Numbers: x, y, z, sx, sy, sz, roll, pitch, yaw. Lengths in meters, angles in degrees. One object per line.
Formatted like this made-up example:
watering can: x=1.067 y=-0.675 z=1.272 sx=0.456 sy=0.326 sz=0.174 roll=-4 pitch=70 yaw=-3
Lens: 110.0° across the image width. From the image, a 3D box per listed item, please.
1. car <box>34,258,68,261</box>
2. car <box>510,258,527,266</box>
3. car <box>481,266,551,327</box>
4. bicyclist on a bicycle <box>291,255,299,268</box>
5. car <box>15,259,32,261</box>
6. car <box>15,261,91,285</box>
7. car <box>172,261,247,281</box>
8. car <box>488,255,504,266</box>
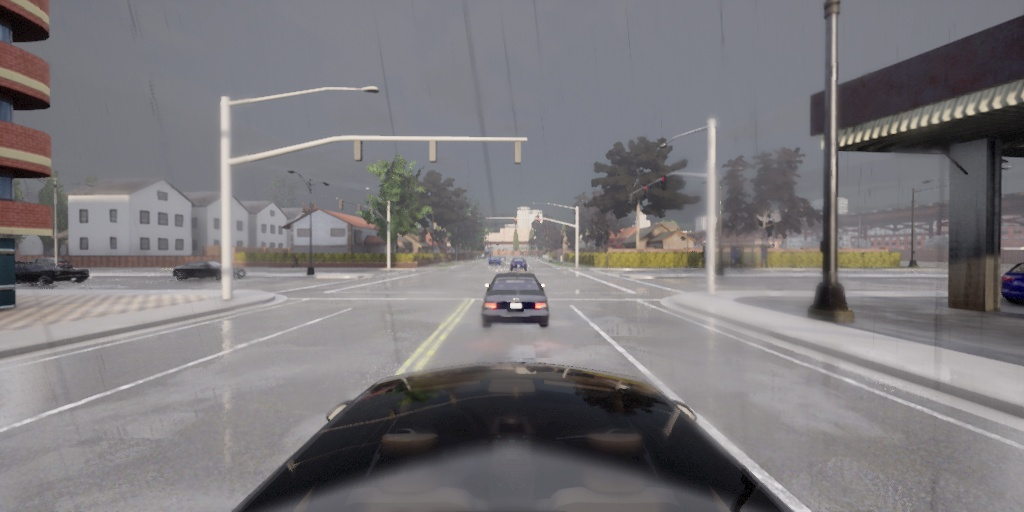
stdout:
car: x=-49.974 y=0.920 z=38.262 sx=4.892 sy=1.490 sz=1.837 roll=0 pitch=1 yaw=1
car: x=0.766 y=0.904 z=42.328 sx=1.812 sy=1.442 sz=4.674 roll=0 pitch=1 yaw=1
car: x=0.094 y=1.212 z=11.085 sx=2.033 sy=1.411 sz=5.357 roll=0 pitch=1 yaw=0
bicyclist on a bicycle: x=-26.486 y=0.666 z=43.756 sx=0.582 sy=1.620 sz=1.656 roll=0 pitch=1 yaw=1
car: x=-50.251 y=0.952 z=34.808 sx=4.892 sy=1.490 sz=1.837 roll=0 pitch=1 yaw=2
car: x=-30.081 y=1.156 z=22.832 sx=4.718 sy=1.301 sz=1.895 roll=0 pitch=1 yaw=1
car: x=-22.062 y=1.051 z=26.211 sx=4.674 sy=1.442 sz=1.812 roll=0 pitch=1 yaw=1
car: x=-2.729 y=0.721 z=57.020 sx=1.882 sy=1.535 sz=5.008 roll=0 pitch=1 yaw=1
